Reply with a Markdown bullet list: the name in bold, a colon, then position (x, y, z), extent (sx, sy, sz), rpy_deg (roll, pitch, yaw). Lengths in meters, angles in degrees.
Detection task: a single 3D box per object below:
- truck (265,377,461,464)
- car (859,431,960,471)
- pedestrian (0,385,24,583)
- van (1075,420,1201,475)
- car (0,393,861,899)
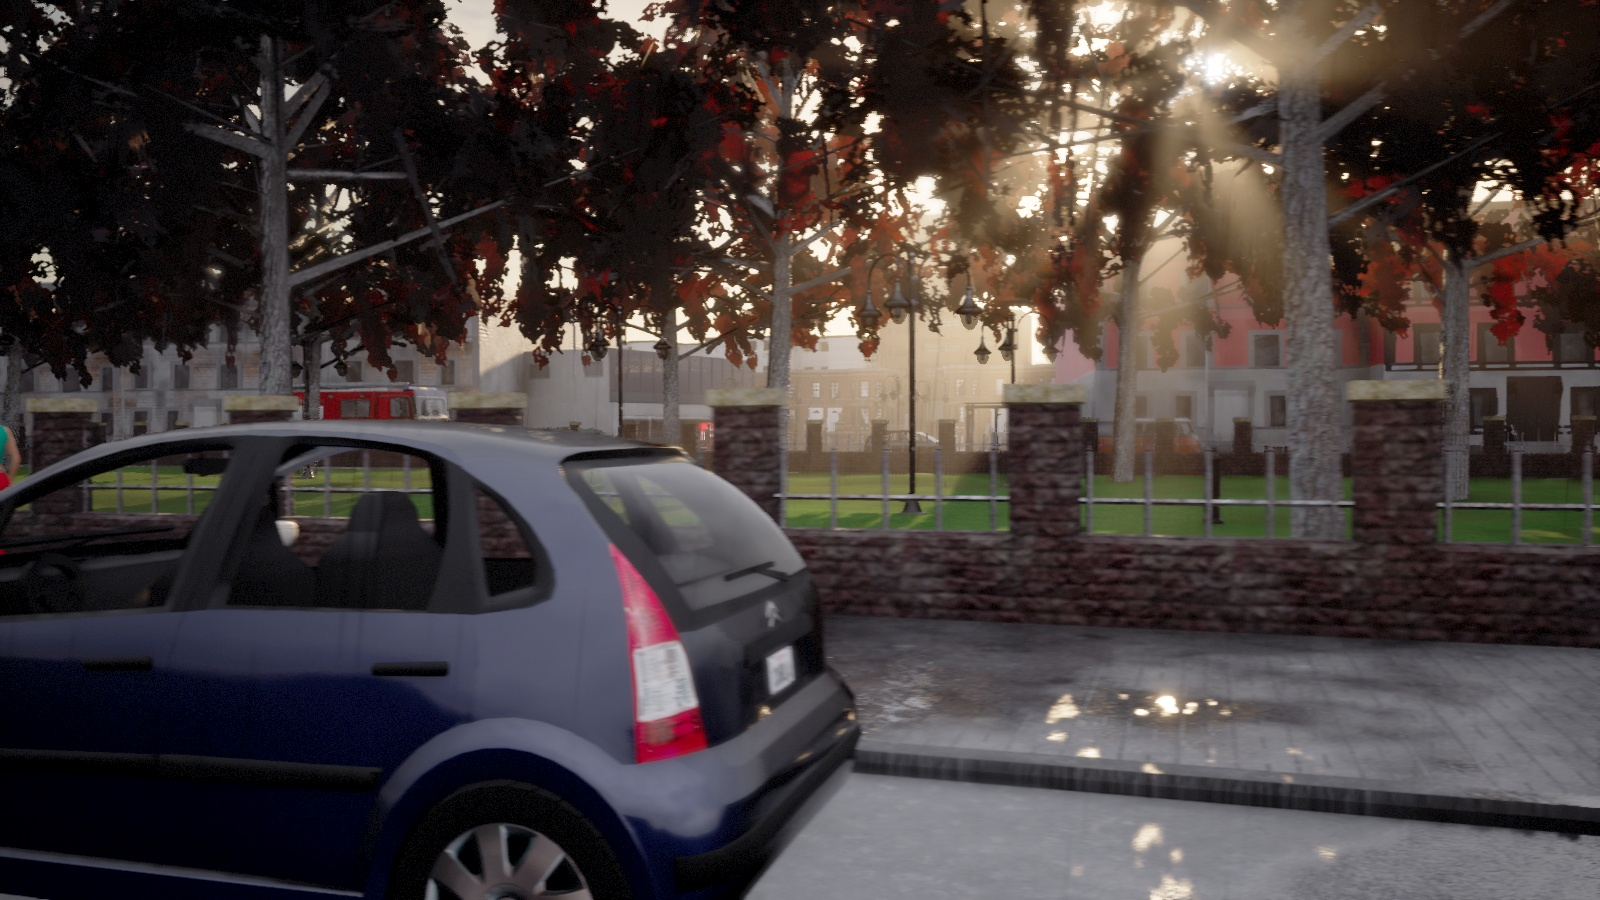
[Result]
- **truck**: position (-20.085, -1.352, 57.766), extent (8.468, 3.827, 2.891), rpy_deg (1, 1, 18)
- **car**: position (4.365, 0.021, 49.880), extent (3.705, 1.549, 1.789), rpy_deg (0, 1, 18)
- **pedestrian**: position (-7.678, 0.314, 11.796), extent (0.594, 1.836, 0.345), rpy_deg (1, 1, 17)
- **van**: position (12.708, -0.127, 47.179), extent (4.442, 1.987, 1.775), rpy_deg (1, 1, 18)
- **car**: position (-1.945, 0.646, 4.379), extent (3.988, 1.617, 1.851), rpy_deg (1, 1, 16)
